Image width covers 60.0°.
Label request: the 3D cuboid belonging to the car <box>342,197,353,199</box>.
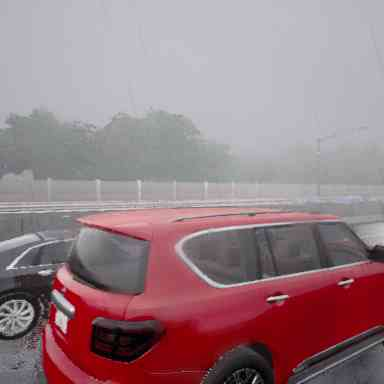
[{"bbox_3d":[18.288,1.393,38.847,5.008,1.535,1.882,0,0,-36],"label":"car"}]

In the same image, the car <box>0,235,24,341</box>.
[{"bbox_3d":[-2.082,1.504,6.575,4.892,1.490,1.837,0,0,-36],"label":"car"}]

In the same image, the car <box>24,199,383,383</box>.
[{"bbox_3d":[1.021,1.220,4.499,5.566,2.045,2.150,0,0,-36],"label":"car"}]
